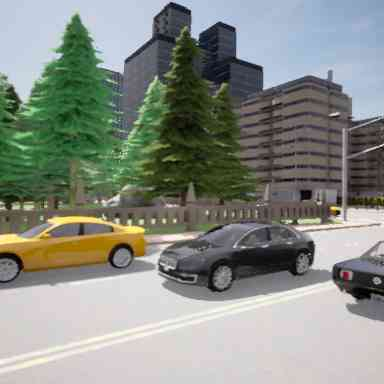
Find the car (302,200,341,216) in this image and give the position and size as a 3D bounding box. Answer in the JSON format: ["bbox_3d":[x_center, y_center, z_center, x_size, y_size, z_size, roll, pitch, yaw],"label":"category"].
[{"bbox_3d":[14.118,1.886,37.113,1.882,1.535,5.008,1,0,-34],"label":"car"}]

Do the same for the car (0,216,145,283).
[{"bbox_3d":[-3.779,1.502,9.866,5.008,1.535,1.882,1,-1,-34],"label":"car"}]

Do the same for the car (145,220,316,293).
[{"bbox_3d":[1.405,1.582,9.179,4.892,1.490,1.837,1,-1,-34],"label":"car"}]

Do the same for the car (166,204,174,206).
[{"bbox_3d":[-5.144,1.914,65.322,1.812,1.442,4.674,1,-1,-34],"label":"car"}]

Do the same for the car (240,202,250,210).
[{"bbox_3d":[6.862,1.891,47.682,2.128,1.511,4.902,1,0,-34],"label":"car"}]

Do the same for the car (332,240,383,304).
[{"bbox_3d":[5.274,1.708,7.402,4.718,1.301,1.895,1,0,-35],"label":"car"}]

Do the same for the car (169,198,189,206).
[{"bbox_3d":[-2.712,2.005,67.973,1.994,1.385,4.181,1,-1,-34],"label":"car"}]

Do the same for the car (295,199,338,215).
[{"bbox_3d":[15.418,1.804,41.407,2.097,1.767,4.553,1,0,-34],"label":"car"}]
